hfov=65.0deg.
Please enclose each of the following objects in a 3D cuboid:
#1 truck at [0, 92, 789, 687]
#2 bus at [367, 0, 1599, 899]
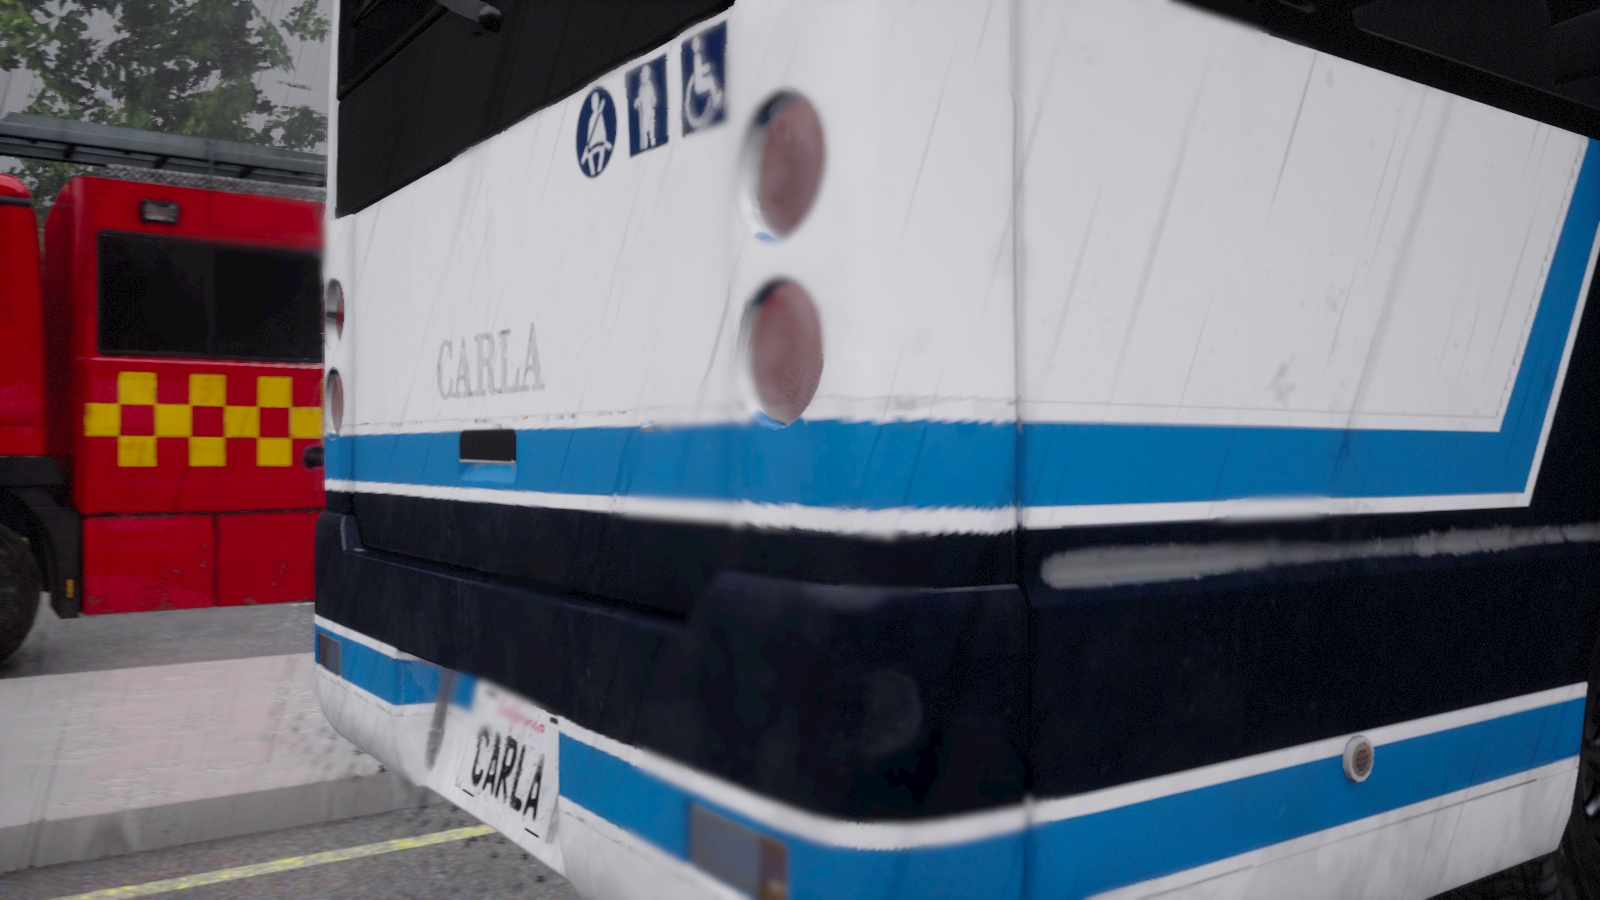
[{"bbox_3d":[-4.404,-0.385,10.346,8.468,3.827,2.891,0,0,-35],"label":"truck"},{"bbox_3d":[3.655,-0.624,6.215,10.273,4.253,3.944,0,0,-35],"label":"bus"}]
